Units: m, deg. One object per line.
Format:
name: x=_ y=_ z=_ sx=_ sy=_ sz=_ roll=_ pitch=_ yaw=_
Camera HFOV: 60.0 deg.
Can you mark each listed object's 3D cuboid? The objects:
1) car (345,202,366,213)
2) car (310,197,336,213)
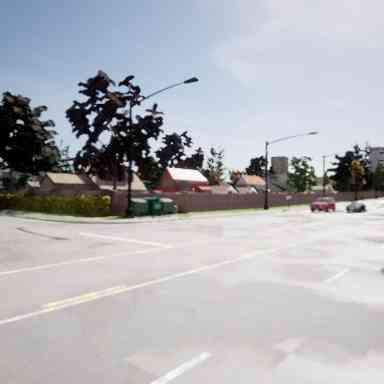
car: x=22.766 y=2.087 z=46.135 sx=2.128 sy=1.511 sz=4.902 roll=0 pitch=0 yaw=39
car: x=18.242 y=1.800 z=46.144 sx=2.150 sy=2.045 sz=5.566 roll=0 pitch=0 yaw=39
